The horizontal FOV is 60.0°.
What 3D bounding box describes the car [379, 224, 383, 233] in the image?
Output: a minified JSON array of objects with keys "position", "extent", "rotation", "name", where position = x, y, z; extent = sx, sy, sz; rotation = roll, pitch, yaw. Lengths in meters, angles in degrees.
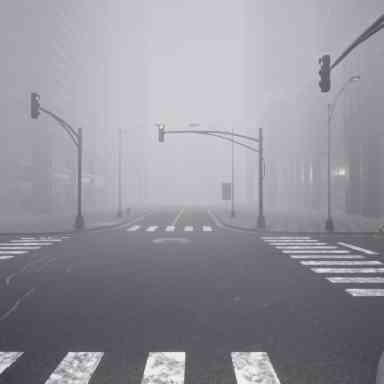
[{"position":[11.760,1.564,16.189],"extent":[4.829,1.417,1.752],"rotation":[0,-1,0],"name":"car"}]
